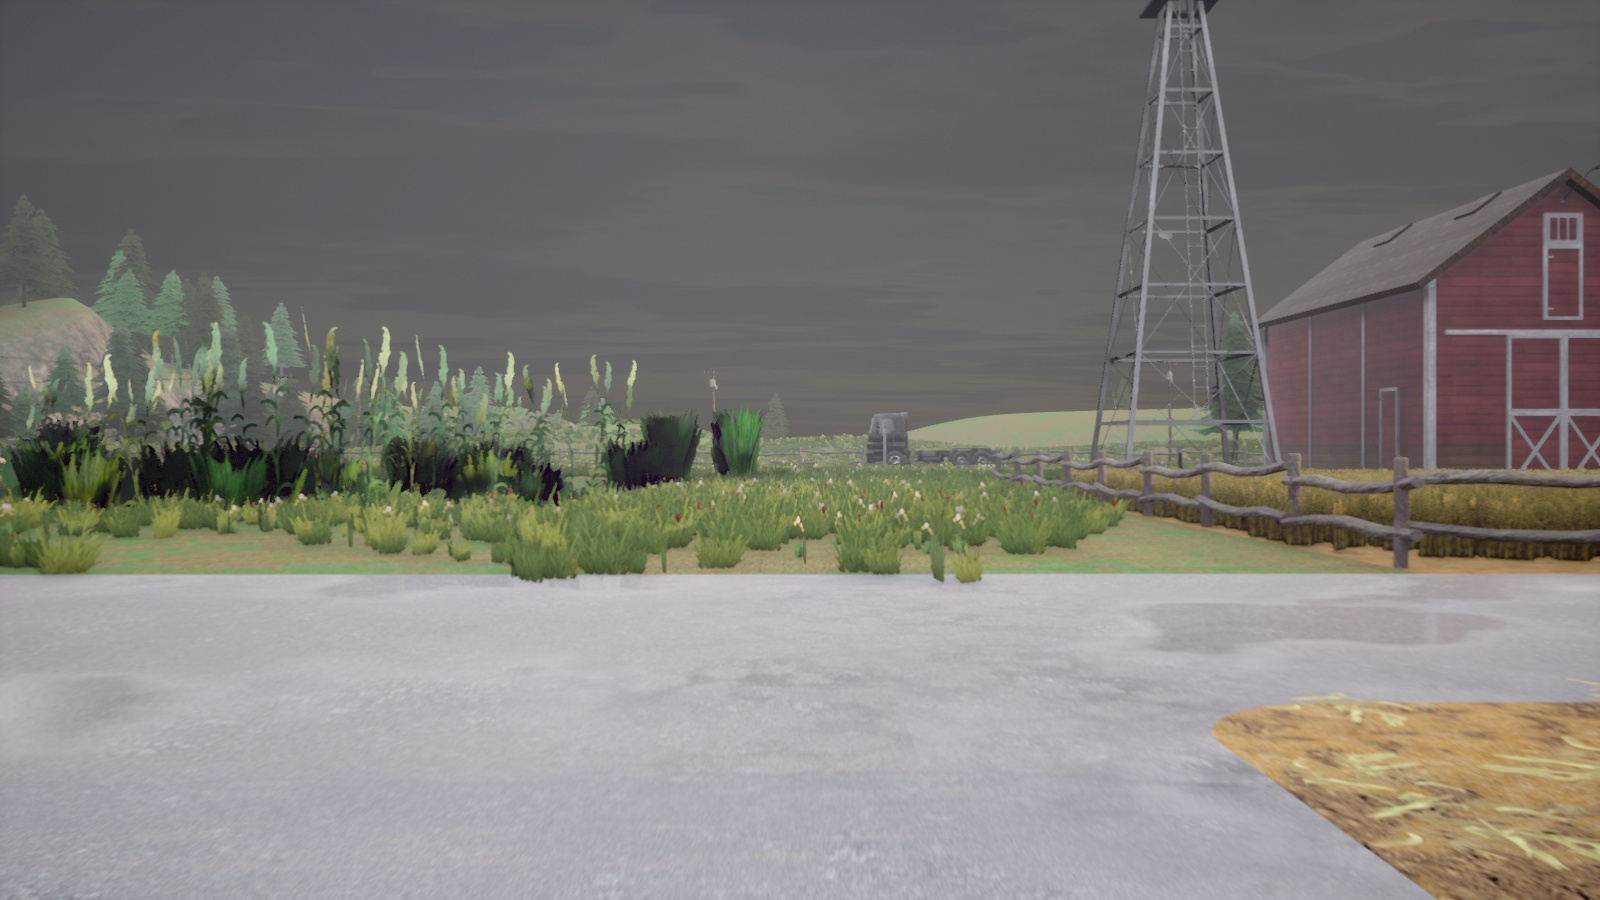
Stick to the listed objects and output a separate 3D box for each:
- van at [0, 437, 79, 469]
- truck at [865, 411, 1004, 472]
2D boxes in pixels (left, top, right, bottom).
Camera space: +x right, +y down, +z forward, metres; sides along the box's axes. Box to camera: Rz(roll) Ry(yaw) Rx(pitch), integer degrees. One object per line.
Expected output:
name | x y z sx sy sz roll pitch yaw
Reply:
van | -48.217 0.158 79.345 4.442 1.987 1.775 0 0 6
truck | 7.841 -0.510 73.453 7.936 3.462 2.891 0 0 6
